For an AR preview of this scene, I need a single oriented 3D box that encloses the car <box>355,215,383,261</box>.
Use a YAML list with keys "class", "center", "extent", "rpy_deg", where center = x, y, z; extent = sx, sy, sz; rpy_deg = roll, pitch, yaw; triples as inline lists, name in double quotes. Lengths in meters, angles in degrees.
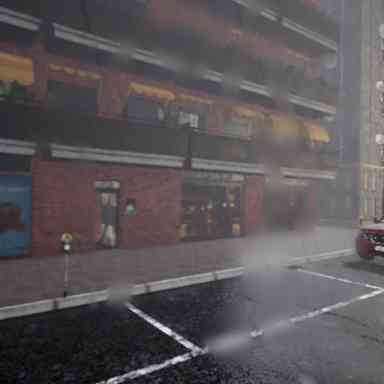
- class: "car"
  center: [7.830, 1.445, 11.672]
  extent: [5.009, 1.841, 2.192]
  rpy_deg: [1, 0, -35]
